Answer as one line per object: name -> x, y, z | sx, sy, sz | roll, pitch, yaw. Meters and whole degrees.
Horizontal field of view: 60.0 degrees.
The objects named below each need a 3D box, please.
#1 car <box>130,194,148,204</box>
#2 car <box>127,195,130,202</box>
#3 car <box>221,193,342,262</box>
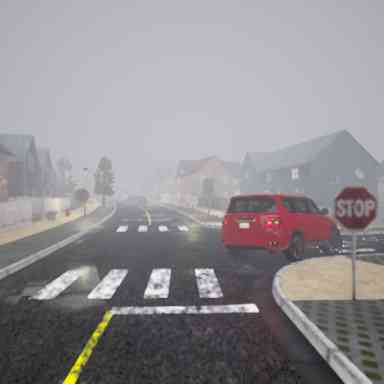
car -> -8.709, 1.321, 56.732 | 2.033, 1.411, 5.357 | 0, 0, -17
car -> -11.901, 1.231, 66.716 | 1.882, 1.535, 5.008 | 0, 0, -18
car -> 3.203, 1.153, 11.417 | 2.150, 2.045, 5.566 | -5, -5, 40
